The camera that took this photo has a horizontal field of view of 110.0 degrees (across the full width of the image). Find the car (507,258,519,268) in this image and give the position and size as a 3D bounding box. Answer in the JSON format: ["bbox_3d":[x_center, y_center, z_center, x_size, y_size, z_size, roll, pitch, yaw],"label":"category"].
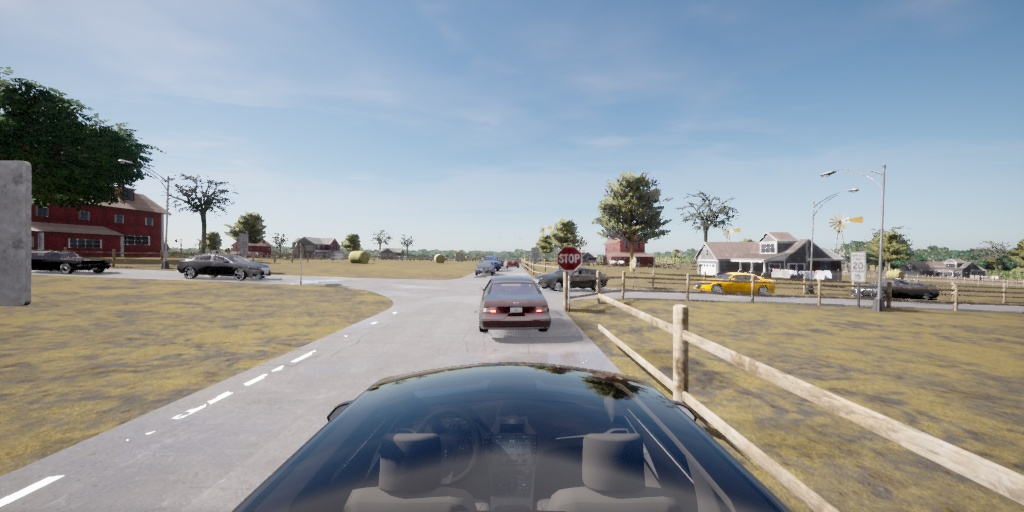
[{"bbox_3d":[0.134,1.141,63.238,2.097,1.767,4.553,0,0,0],"label":"car"}]

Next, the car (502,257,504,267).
[{"bbox_3d":[-2.803,1.134,58.374,2.097,1.767,4.553,0,0,0],"label":"car"}]

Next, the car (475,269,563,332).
[{"bbox_3d":[-0.029,1.299,10.822,2.033,1.411,5.357,0,0,-3],"label":"car"}]

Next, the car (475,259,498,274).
[{"bbox_3d":[-2.831,1.289,38.351,1.812,1.442,4.674,0,0,0],"label":"car"}]

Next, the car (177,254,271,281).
[{"bbox_3d":[-17.245,0.630,21.623,4.902,1.511,2.128,2,0,0],"label":"car"}]

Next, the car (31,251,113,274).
[{"bbox_3d":[-27.348,0.366,21.619,4.718,1.301,1.895,2,0,0],"label":"car"}]

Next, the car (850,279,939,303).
[{"bbox_3d":[26.138,2.327,24.600,4.902,1.511,2.128,2,0,0],"label":"car"}]

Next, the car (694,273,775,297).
[{"bbox_3d":[15.177,1.874,24.597,5.008,1.535,1.882,2,0,0],"label":"car"}]

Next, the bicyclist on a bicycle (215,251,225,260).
[{"bbox_3d":[-22.604,0.406,27.605,0.582,1.620,1.656,2,0,0],"label":"bicyclist on a bicycle"}]

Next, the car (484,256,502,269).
[{"bbox_3d":[-2.813,0.991,48.314,2.150,2.045,5.566,0,0,0],"label":"car"}]

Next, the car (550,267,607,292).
[{"bbox_3d":[3.737,1.445,22.888,4.892,1.490,1.837,2,0,-22],"label":"car"}]
